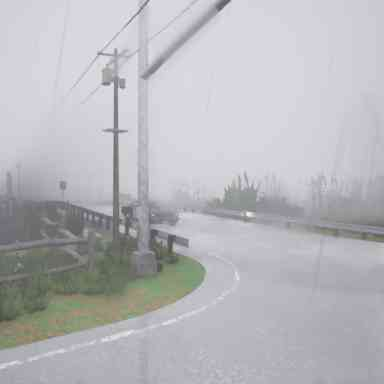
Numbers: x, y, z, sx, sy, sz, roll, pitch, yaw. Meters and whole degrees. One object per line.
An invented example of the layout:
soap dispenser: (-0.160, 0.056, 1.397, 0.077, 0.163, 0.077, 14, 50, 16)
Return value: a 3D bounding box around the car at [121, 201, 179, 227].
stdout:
car: (-2.620, 1.244, 20.176, 1.895, 1.301, 4.718, 0, 3, -32)
